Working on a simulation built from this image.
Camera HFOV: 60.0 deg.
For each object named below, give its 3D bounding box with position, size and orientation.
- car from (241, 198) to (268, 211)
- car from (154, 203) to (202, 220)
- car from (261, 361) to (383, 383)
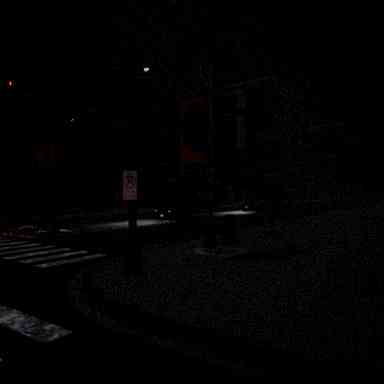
[{"bbox_3d":[7.914,1.560,41.748,2.128,1.511,4.902,0,0,35],"label":"car"},{"bbox_3d":[-1.182,1.636,28.904,1.895,1.301,4.718,0,0,35],"label":"car"},{"bbox_3d":[2.176,1.551,1.294,4.403,1.369,2.008,0,0,36],"label":"car"}]
